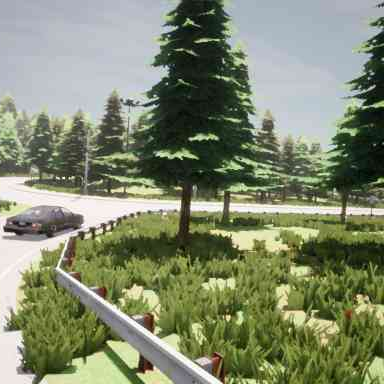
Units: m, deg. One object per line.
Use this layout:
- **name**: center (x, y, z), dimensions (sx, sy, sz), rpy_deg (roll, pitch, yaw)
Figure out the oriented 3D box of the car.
- **car**: center (-7.394, 1.410, 17.289), dimensions (2.033, 1.411, 5.357), rpy_deg (4, 1, 3)
